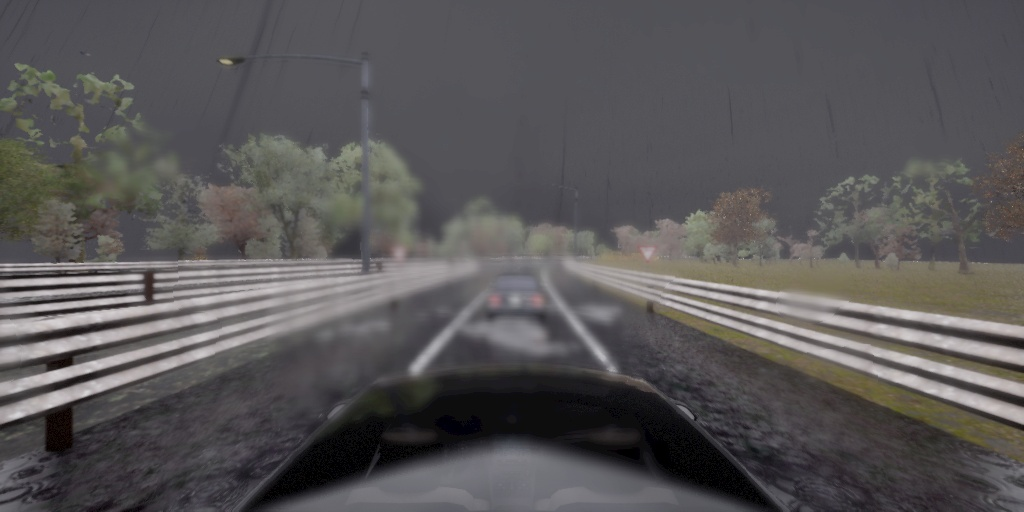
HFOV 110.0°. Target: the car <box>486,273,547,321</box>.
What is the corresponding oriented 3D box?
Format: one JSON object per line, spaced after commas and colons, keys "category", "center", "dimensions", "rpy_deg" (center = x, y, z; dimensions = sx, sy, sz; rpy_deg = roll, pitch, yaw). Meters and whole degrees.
{"category": "car", "center": [0.218, 1.296, 12.460], "dimensions": [2.033, 1.411, 5.357], "rpy_deg": [0, 0, 2]}
